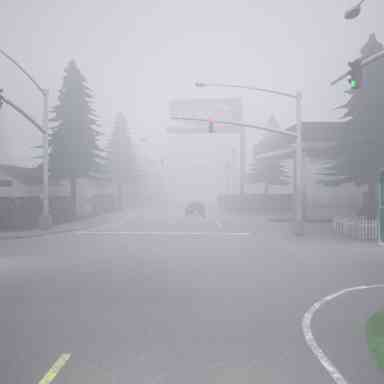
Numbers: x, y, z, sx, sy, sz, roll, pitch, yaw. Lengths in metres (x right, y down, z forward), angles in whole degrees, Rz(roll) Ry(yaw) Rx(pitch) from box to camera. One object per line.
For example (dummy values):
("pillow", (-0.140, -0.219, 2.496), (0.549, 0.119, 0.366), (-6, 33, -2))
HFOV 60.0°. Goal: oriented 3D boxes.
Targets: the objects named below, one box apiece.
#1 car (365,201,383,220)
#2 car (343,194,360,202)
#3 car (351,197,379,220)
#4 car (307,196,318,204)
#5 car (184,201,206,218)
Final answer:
("car", (18.813, 1.672, 30.537), (4.611, 1.667, 2.242), (0, 0, 0))
("car", (35.185, 1.489, 71.662), (2.007, 1.523, 4.514), (0, 0, 0))
("car", (14.464, 1.505, 24.884), (3.866, 1.878, 1.905), (0, 0, 0))
("car", (22.751, 1.552, 63.919), (1.970, 1.475, 3.806), (0, 0, 0))
("car", (0.296, 1.596, 31.772), (1.837, 1.490, 4.892), (1, 0, 0))
